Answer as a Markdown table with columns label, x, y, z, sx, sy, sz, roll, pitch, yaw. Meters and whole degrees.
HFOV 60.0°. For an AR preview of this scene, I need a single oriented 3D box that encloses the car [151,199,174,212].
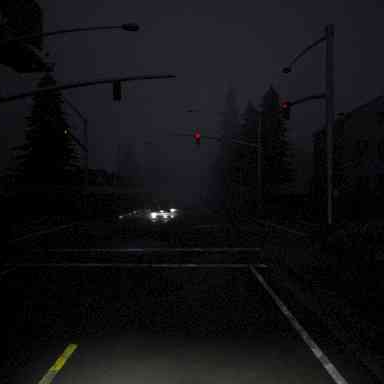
| label | x | y | z | sx | sy | sz | roll | pitch | yaw |
| --- | --- | --- | --- | --- | --- | --- | --- | --- | --- |
| car | -3.468 | 1.564 | 37.691 | 1.994 | 1.385 | 4.181 | 0 | 0 | 0 |
